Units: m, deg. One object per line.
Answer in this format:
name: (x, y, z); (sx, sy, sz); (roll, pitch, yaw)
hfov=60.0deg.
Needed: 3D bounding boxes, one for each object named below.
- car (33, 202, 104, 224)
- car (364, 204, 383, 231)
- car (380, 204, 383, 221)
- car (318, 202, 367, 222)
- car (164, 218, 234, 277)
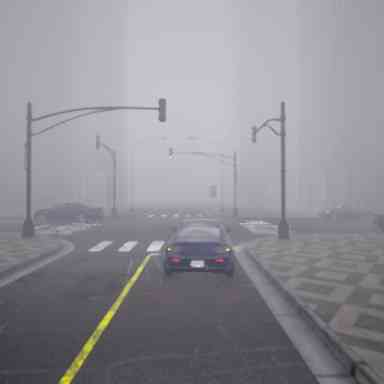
car: (-8.992, 1.482, 24.226); (5.008, 1.535, 1.882); (0, -3, 8)
car: (12.326, 1.535, 18.324); (4.403, 1.369, 2.008); (0, -1, 0)
car: (17.995, 1.683, 26.869); (4.403, 1.369, 2.008); (0, -1, 0)
car: (12.325, 1.552, 26.850); (4.097, 1.590, 1.967); (0, -1, 0)
car: (0.283, 1.526, 10.135); (1.812, 1.442, 4.674); (0, 0, 4)
